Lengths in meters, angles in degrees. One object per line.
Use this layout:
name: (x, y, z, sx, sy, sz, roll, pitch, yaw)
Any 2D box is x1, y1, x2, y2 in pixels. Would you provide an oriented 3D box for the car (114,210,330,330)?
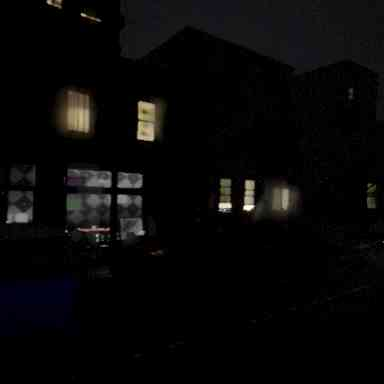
car: (0.932, 1.357, 7.204, 5.009, 1.841, 2.192, 1, 1, -36)

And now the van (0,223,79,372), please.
van: (-3.468, 1.336, 4.061, 3.998, 1.788, 1.690, 1, 1, -36)

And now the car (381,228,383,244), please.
car: (9.730, 1.450, 13.492, 5.009, 1.841, 2.192, 1, 1, -36)
